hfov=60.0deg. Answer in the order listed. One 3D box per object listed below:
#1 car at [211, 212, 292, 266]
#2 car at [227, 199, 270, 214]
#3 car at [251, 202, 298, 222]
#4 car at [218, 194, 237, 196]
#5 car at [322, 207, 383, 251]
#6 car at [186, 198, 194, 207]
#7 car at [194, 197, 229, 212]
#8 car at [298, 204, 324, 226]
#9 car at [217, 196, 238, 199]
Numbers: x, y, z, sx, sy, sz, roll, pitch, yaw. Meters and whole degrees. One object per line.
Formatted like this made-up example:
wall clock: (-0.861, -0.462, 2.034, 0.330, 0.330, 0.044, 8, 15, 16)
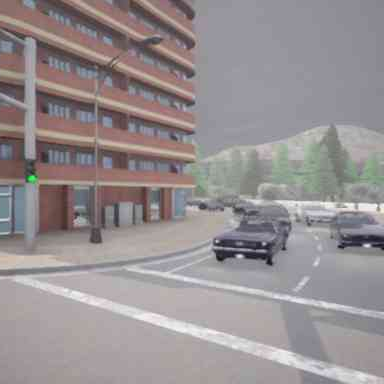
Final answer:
car: (2.272, 1.619, 11.974, 1.895, 1.301, 4.718, 0, 0, 23)
car: (5.161, 1.642, 31.281, 2.033, 1.411, 5.357, 0, 0, -7)
car: (5.073, 1.602, 21.207, 2.033, 1.411, 5.357, 0, 0, 8)
car: (5.373, 1.413, 55.803, 2.150, 2.045, 5.566, 0, 0, -40)
car: (7.157, 1.575, 14.655, 2.033, 1.411, 5.357, 0, 0, 17)
car: (-0.687, 1.746, 57.268, 5.357, 1.411, 2.033, 0, 0, 42)
car: (2.307, 1.697, 40.937, 1.994, 1.385, 4.181, 0, 0, -24)
car: (8.787, 1.591, 24.099, 1.812, 1.442, 4.674, 0, 0, 3)
car: (5.817, 1.669, 49.108, 1.837, 1.490, 4.892, 0, 0, -32)
